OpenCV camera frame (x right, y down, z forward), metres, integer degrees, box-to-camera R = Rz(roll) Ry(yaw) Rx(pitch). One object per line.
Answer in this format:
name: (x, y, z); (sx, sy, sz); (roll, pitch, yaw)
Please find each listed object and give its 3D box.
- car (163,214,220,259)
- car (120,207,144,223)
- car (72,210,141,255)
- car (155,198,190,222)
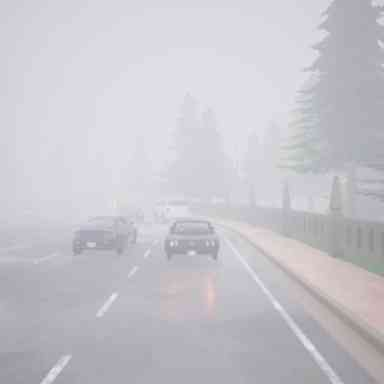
car: (0.003, 1.750, 13.211); (1.895, 1.301, 4.718); (0, -1, 0)
car: (-5.369, 1.920, 28.454); (1.895, 1.301, 4.718); (0, -1, -18)
car: (-3.495, 1.682, 13.860); (1.812, 1.442, 4.674); (0, 0, 0)
car: (-1.761, 1.547, 28.693); (2.150, 2.045, 5.566); (0, 0, -16)
